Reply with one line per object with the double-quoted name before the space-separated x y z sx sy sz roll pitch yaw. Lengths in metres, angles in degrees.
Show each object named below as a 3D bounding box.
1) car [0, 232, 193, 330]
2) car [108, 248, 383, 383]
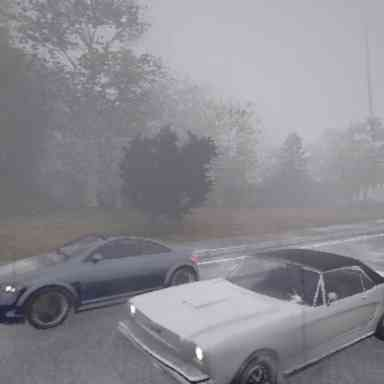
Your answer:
"car" -1.870 1.572 6.944 4.181 1.385 1.994 0 0 -35
"car" 1.397 1.615 4.968 4.718 1.301 1.895 0 0 -35
